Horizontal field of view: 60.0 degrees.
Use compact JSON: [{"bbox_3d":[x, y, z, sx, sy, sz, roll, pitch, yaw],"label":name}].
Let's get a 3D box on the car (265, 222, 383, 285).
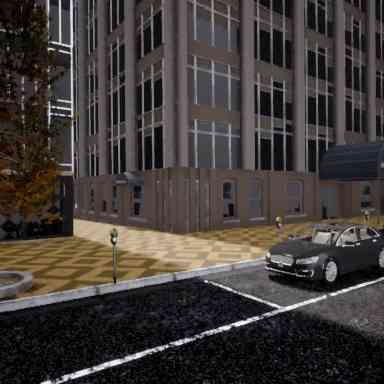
[{"bbox_3d":[3.936,1.549,9.372,4.403,1.369,2.008,0,-1,-35],"label":"car"}]
